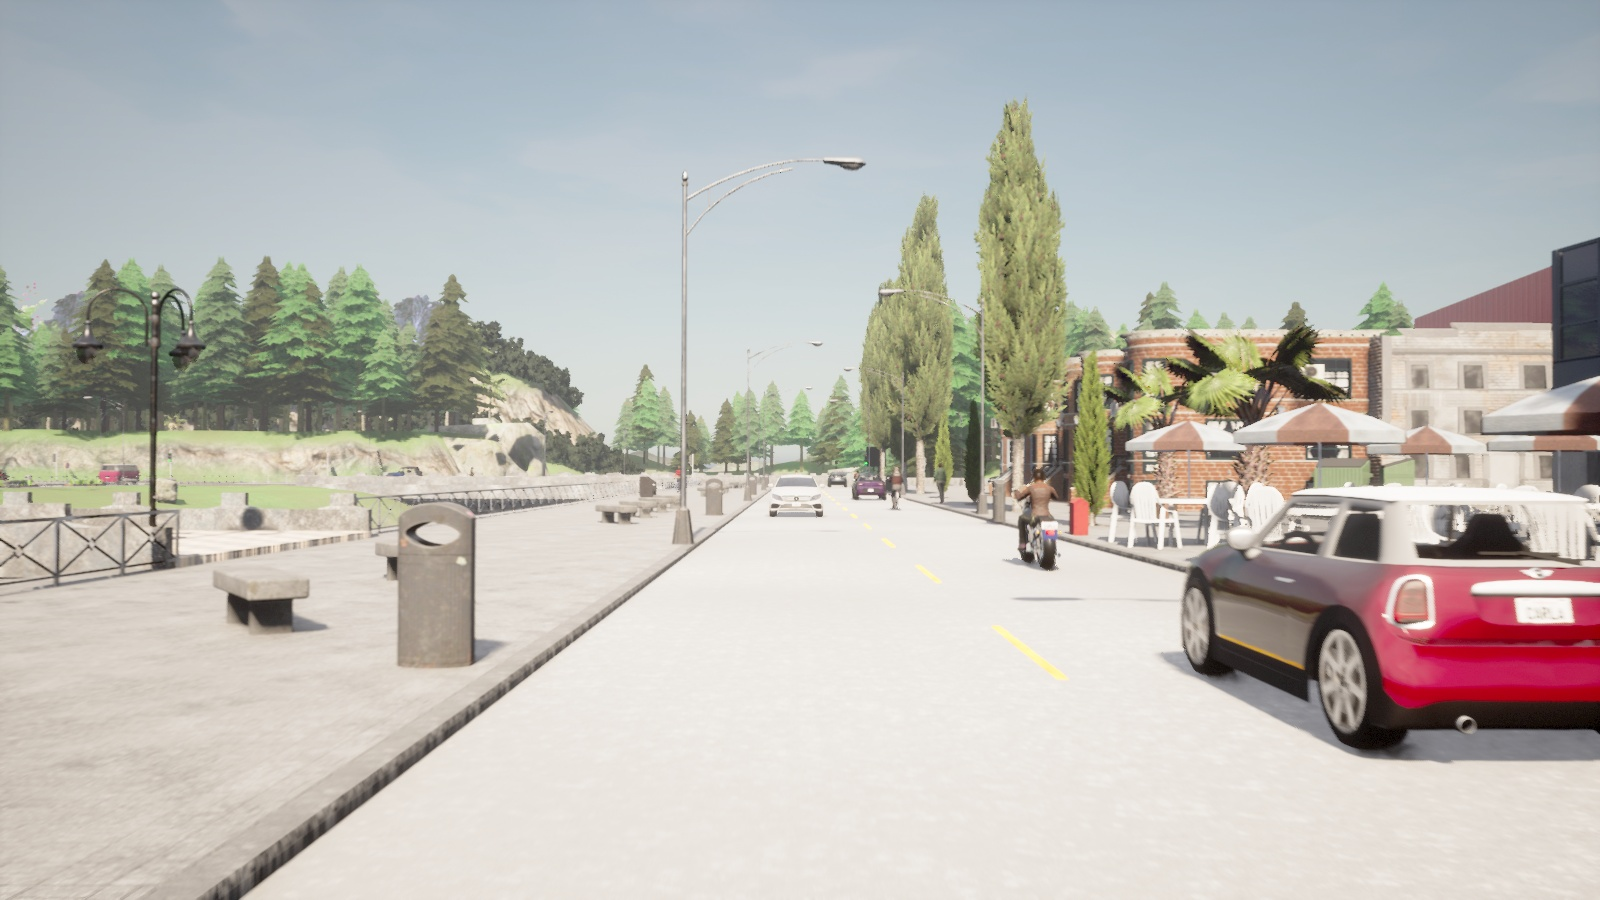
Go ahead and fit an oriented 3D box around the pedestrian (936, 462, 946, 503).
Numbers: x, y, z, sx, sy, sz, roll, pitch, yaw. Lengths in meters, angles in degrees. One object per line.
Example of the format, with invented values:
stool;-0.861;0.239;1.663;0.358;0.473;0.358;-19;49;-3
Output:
pedestrian;6.373;1.449;56.762;0.353;1.847;0.614;0;-1;1

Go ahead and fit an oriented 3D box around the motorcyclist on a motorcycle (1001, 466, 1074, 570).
motorcyclist on a motorcycle;3.944;1.102;21.056;0.766;1.649;2.350;0;-1;0

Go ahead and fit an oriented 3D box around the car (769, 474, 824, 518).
car;-0.114;1.576;43.900;1.812;1.442;4.674;0;-1;0

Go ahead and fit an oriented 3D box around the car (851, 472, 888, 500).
car;3.818;1.981;69.793;1.816;1.474;4.193;0;-1;0

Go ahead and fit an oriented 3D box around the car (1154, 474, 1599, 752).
car;3.976;0.909;8.657;1.970;1.475;3.806;0;-1;0
